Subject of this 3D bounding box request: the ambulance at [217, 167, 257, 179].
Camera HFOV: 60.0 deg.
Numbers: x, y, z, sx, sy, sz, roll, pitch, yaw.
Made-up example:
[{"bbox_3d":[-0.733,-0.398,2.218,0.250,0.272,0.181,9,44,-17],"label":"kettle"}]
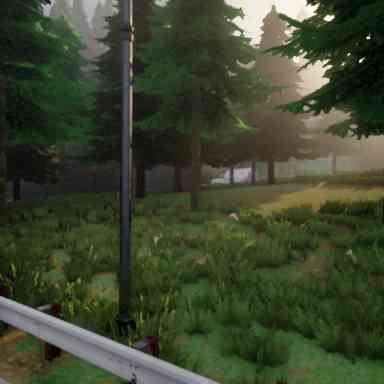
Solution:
[{"bbox_3d":[5.579,-1.720,43.741,6.366,2.431,2.351,-4,-1,12],"label":"ambulance"}]
